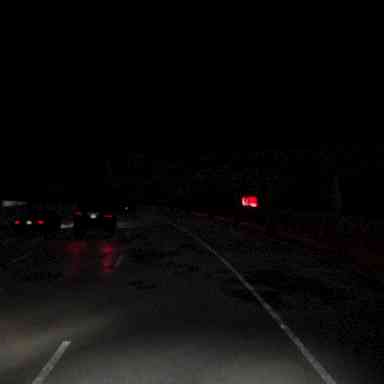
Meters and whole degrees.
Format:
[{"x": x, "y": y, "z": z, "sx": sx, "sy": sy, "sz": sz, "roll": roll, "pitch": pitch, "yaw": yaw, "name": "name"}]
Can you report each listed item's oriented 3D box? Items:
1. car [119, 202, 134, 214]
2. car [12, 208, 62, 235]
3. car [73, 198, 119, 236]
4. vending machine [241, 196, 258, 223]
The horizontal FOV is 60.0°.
[{"x": -8.276, "y": 1.858, "z": 40.002, "sx": 1.994, "sy": 1.385, "sz": 4.181, "roll": 0, "pitch": 0, "yaw": -22, "name": "car"}, {"x": -9.295, "y": 1.712, "z": 20.316, "sx": 2.033, "sy": 1.411, "sz": 5.357, "roll": 0, "pitch": 0, "yaw": -12, "name": "car"}, {"x": -5.648, "y": 1.372, "z": 19.840, "sx": 2.150, "sy": 2.045, "sz": 5.566, "roll": 0, "pitch": 0, "yaw": -12, "name": "car"}, {"x": 4.574, "y": 1.360, "z": 26.404, "sx": 1.100, "sy": 2.100, "sz": 0.880, "roll": 0, "pitch": 0, "yaw": -14, "name": "vending machine"}]
